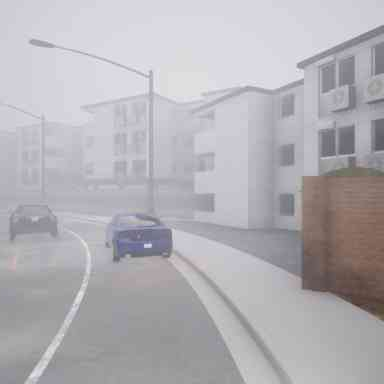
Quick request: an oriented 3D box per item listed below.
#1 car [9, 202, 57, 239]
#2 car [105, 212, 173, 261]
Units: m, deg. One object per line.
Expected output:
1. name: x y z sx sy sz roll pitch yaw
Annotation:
1. car: -8.535 1.352 17.726 2.097 1.767 4.553 0 0 -29
2. car: -2.142 1.478 12.425 1.882 1.535 5.008 0 0 -19
